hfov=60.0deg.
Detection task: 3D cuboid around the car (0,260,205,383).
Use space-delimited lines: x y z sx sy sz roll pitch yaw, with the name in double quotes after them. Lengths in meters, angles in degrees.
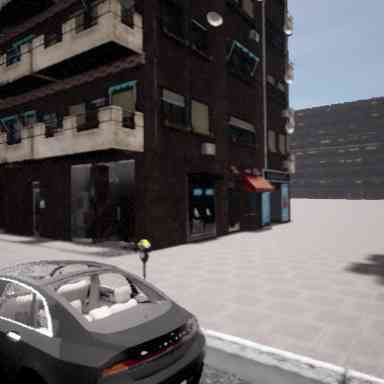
-1.912 1.563 4.249 4.403 1.369 2.008 0 -1 35 "car"
